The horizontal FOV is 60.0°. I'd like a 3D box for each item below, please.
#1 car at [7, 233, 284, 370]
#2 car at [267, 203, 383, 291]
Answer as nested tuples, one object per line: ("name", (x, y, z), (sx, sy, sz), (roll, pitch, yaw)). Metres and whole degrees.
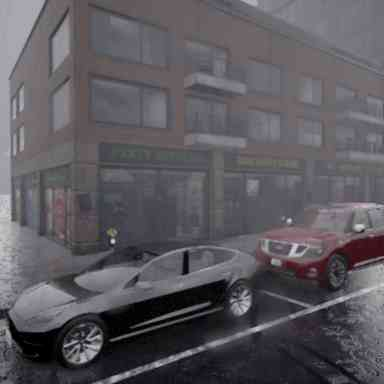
("car", (-0.671, 1.546, 5.706), (4.313, 1.339, 1.947), (-1, 0, -35))
("car", (3.956, 1.253, 9.000), (5.009, 1.841, 2.192), (-1, 0, -35))
